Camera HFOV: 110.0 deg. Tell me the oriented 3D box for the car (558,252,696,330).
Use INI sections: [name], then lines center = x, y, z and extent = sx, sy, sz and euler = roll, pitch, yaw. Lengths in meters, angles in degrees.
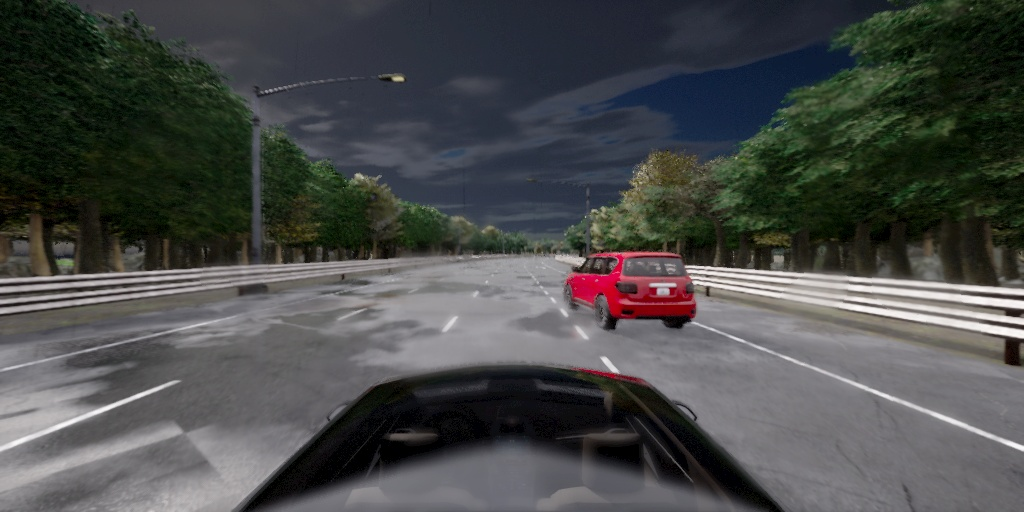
[car]
center = 3.224, 0.908, 10.987
extent = 2.150, 2.045, 5.566
euler = 0, 0, -6
